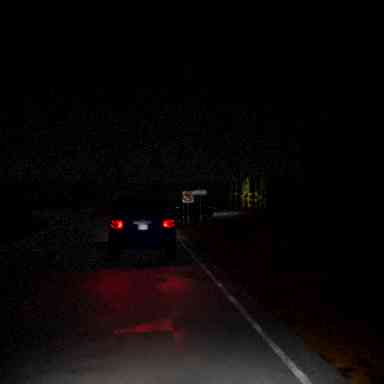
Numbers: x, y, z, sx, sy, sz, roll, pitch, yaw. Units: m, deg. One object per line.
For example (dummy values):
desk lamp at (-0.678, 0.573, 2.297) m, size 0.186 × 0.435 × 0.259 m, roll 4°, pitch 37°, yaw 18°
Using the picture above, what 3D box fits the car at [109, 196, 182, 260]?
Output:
car at (-1.846, 1.191, 12.622) m, size 2.150 × 2.045 × 5.566 m, roll 0°, pitch -1°, yaw -8°

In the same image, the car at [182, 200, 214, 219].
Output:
car at (0.151, 1.428, 28.366) m, size 2.128 × 1.511 × 4.902 m, roll 0°, pitch 0°, yaw 31°
